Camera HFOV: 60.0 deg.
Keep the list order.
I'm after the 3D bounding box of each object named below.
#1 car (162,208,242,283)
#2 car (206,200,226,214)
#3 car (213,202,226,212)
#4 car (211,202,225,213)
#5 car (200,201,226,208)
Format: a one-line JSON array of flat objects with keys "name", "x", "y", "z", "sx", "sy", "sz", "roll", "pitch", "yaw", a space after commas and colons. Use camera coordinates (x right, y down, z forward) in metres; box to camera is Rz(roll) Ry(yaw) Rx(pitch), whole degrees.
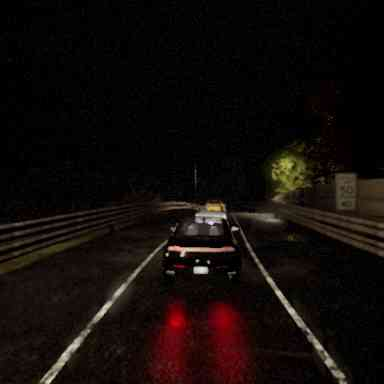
[{"name": "car", "x": 0.334, "y": 1.440, "z": 9.499, "sx": 2.128, "sy": 1.511, "sz": 4.902, "roll": 0, "pitch": 0, "yaw": 3}, {"name": "car", "x": 2.820, "y": 1.732, "z": 38.672, "sx": 2.128, "sy": 1.511, "sz": 4.902, "roll": 0, "pitch": -2, "yaw": 5}, {"name": "car", "x": 4.452, "y": 2.481, "z": 54.053, "sx": 1.882, "sy": 1.535, "sz": 5.008, "roll": 0, "pitch": -4, "yaw": 7}, {"name": "car", "x": 3.511, "y": 2.090, "z": 44.753, "sx": 1.895, "sy": 1.301, "sz": 4.718, "roll": 0, "pitch": -3, "yaw": 5}, {"name": "car", "x": 1.270, "y": 1.510, "z": 21.706, "sx": 1.895, "sy": 1.301, "sz": 4.718, "roll": 0, "pitch": 0, "yaw": 5}]
